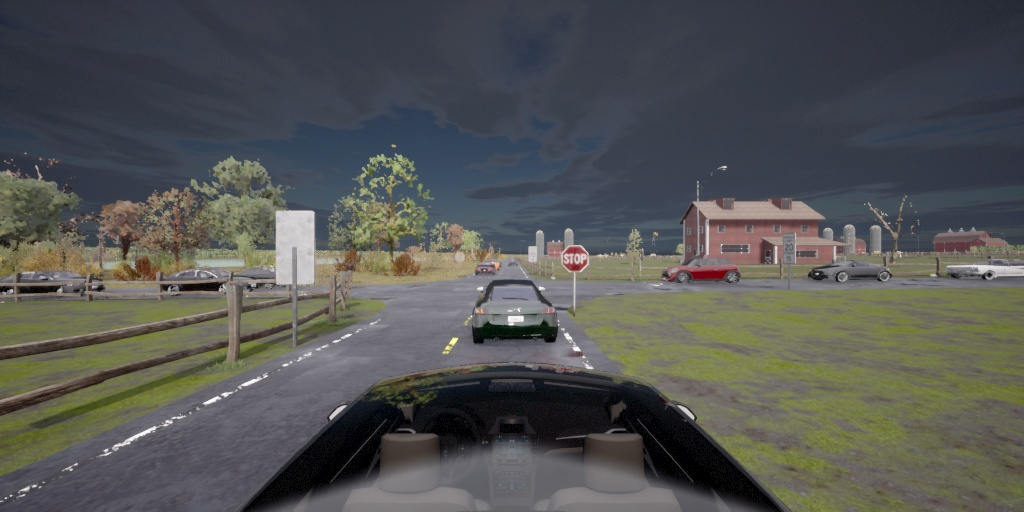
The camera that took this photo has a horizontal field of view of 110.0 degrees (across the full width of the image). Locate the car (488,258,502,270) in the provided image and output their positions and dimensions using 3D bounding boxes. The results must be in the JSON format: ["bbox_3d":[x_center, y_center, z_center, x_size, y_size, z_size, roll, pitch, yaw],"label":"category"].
[{"bbox_3d":[-2.767,1.095,49.150,2.097,1.767,4.553,0,0,0],"label":"car"}]

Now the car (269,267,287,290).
[{"bbox_3d":[-16.844,1.475,23.733,4.674,1.442,1.812,-1,1,0],"label":"car"}]

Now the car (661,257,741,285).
[{"bbox_3d":[12.296,0.890,23.570,4.553,1.767,2.097,-1,0,3],"label":"car"}]

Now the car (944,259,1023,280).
[{"bbox_3d":[31.432,0.859,23.303,4.718,1.301,1.895,-1,0,1],"label":"car"}]

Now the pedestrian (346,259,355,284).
[{"bbox_3d":[-12.122,1.161,26.731,0.375,1.860,0.375,0,1,1],"label":"pedestrian"}]

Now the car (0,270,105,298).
[{"bbox_3d":[-26.843,1.603,20.998,4.902,1.511,2.128,-1,0,2],"label":"car"}]

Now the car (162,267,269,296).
[{"bbox_3d":[-17.435,1.473,20.827,4.902,1.511,2.128,-1,0,1],"label":"car"}]

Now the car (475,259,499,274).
[{"bbox_3d":[-2.787,1.308,38.389,1.994,1.385,4.181,0,0,1],"label":"car"}]

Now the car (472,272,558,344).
[{"bbox_3d":[-0.009,1.312,9.662,1.994,1.385,4.181,0,0,-3],"label":"car"}]

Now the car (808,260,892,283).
[{"bbox_3d":[21.928,0.963,23.386,4.181,1.385,1.994,-1,0,1],"label":"car"}]
